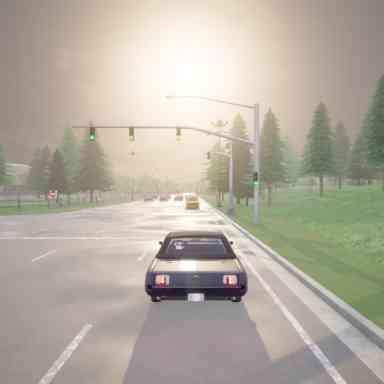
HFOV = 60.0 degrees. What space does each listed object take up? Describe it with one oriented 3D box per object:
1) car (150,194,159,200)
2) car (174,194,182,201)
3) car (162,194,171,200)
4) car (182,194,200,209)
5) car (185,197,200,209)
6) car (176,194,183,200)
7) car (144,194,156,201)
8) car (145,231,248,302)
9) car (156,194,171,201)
[{"bbox_3d":[-10.317,1.332,90.914,1.837,1.490,4.892,0,0,0],"label":"car"},{"bbox_3d":[-3.337,1.545,80.896,1.994,1.385,4.181,0,0,0],"label":"car"},{"bbox_3d":[-6.817,1.372,90.907,2.033,1.411,5.357,0,0,0],"label":"car"},{"bbox_3d":[-0.020,1.079,46.398,1.882,1.535,5.008,-3,17,-3],"label":"car"},{"bbox_3d":[0.069,1.576,49.853,2.033,1.411,5.357,-1,1,0],"label":"car"},{"bbox_3d":[-3.317,1.357,90.900,1.812,1.442,4.674,0,0,0],"label":"car"},{"bbox_3d":[-10.338,1.531,80.494,2.033,1.411,5.357,0,0,0],"label":"car"},{"bbox_3d":[0.095,1.601,8.185,1.895,1.301,4.718,0,0,1],"label":"car"},{"bbox_3d":[-6.838,1.531,80.487,2.033,1.411,5.357,0,0,0],"label":"car"}]
